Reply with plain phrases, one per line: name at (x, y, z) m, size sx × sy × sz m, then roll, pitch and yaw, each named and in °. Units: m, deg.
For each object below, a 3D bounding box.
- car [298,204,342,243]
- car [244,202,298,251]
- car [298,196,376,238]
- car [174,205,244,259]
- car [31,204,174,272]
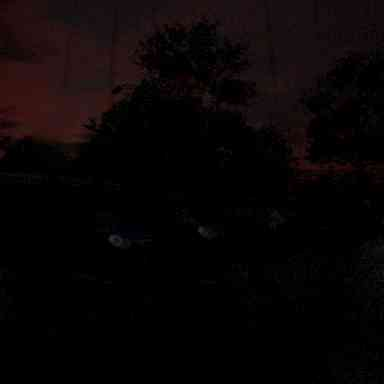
car at (4.252, 1.483, 16.056) m, size 4.892 × 1.521 × 2.231 m, roll -1°, pitch -1°, yaw 34°
car at (1.818, 1.357, 14.277) m, size 4.553 × 1.767 × 2.185 m, roll -1°, pitch 0°, yaw 34°
car at (6.687, 1.230, 17.815) m, size 5.566 × 2.045 × 2.435 m, roll -1°, pitch 0°, yaw 35°
car at (-0.691, 1.359, 12.563) m, size 4.553 × 1.767 × 2.185 m, roll -1°, pitch -1°, yaw 34°
car at (-3.152, 1.360, 10.800) m, size 4.553 × 1.767 × 2.185 m, roll -1°, pitch -1°, yaw 35°
